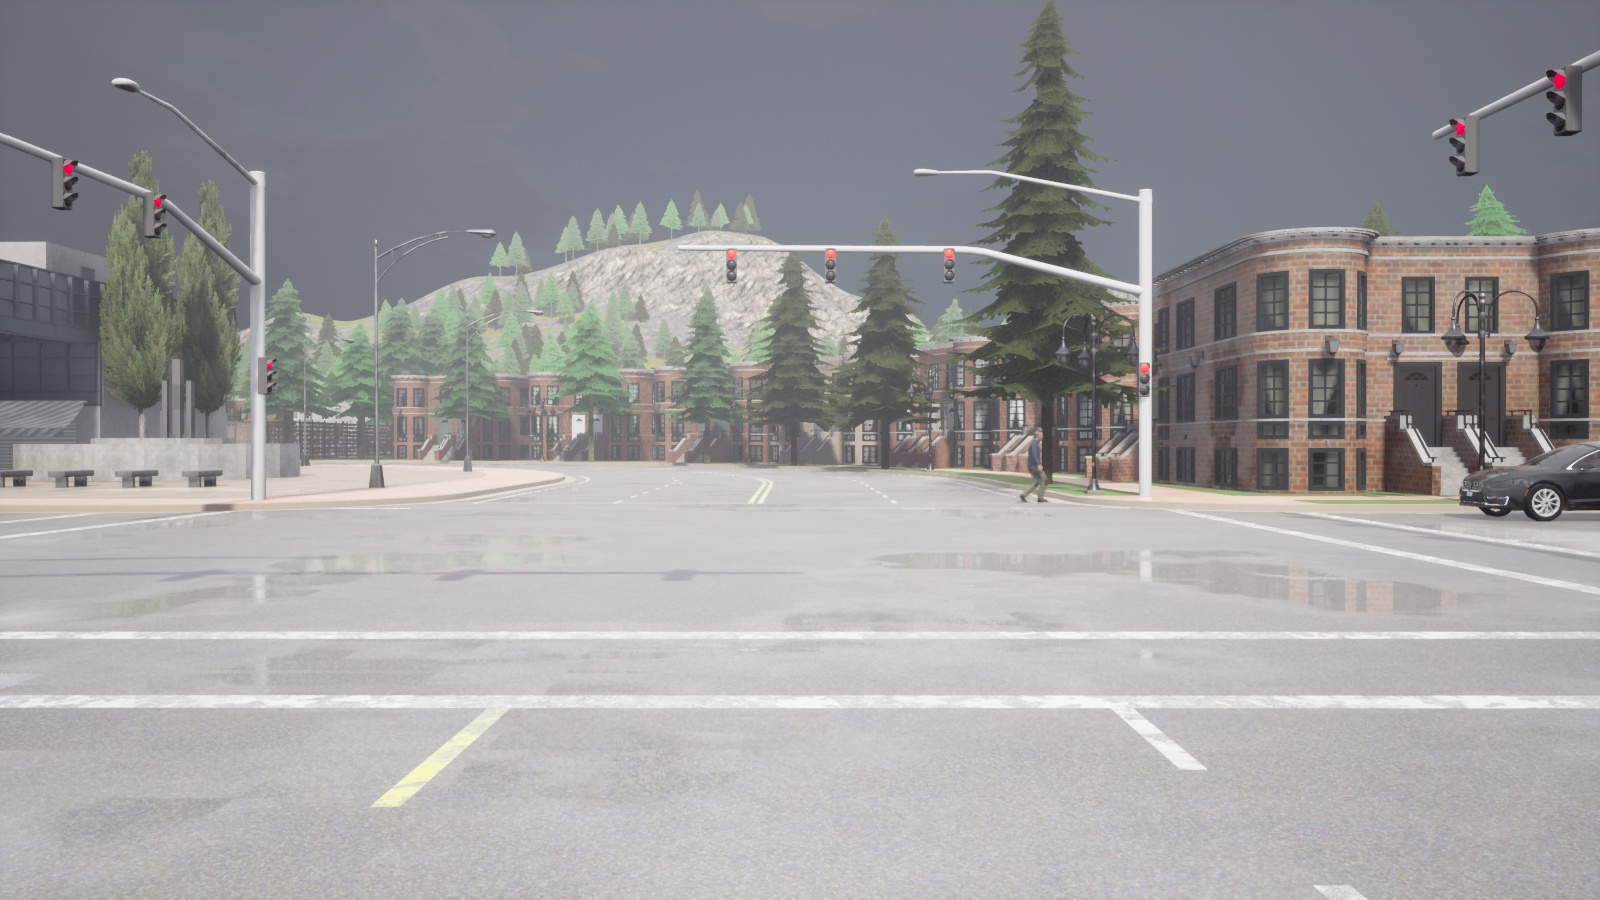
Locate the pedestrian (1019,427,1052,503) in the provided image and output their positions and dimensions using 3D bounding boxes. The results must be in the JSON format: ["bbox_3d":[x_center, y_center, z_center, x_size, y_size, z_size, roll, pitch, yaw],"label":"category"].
[{"bbox_3d":[5.728,0.367,30.515,0.726,1.842,0.402,0,0,2],"label":"pedestrian"}]

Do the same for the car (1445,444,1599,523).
[{"bbox_3d":[15.464,0.626,24.434,4.892,1.490,1.837,0,0,0],"label":"car"}]
